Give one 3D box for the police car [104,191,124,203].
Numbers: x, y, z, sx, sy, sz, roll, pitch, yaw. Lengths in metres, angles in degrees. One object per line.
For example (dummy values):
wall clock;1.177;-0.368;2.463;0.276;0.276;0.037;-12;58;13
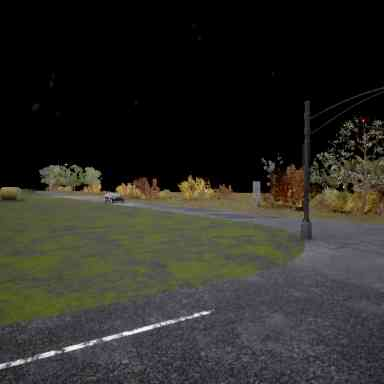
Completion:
police car;-11.650;0.744;49.720;1.930;1.638;5.238;1;0;-32
